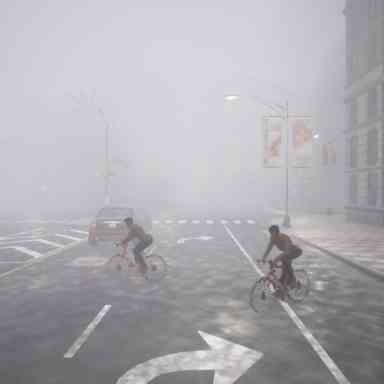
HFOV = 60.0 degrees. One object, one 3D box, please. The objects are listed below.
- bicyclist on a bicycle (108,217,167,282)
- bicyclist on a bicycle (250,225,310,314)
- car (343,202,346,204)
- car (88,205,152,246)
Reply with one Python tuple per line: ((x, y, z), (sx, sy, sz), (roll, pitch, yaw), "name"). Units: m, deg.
((-1.420, 1.455, 8.377), (1.656, 1.620, 0.582), (-2, -1, 17), "bicyclist on a bicycle")
((1.731, 1.452, 6.457), (1.656, 1.620, 0.582), (-3, 1, -32), "bicyclist on a bicycle")
((23.479, 1.547, 45.352), (5.357, 1.411, 2.033), (0, 0, 2), "car")
((-3.121, 1.352, 15.368), (2.097, 1.767, 4.553), (0, 0, 1), "car")
